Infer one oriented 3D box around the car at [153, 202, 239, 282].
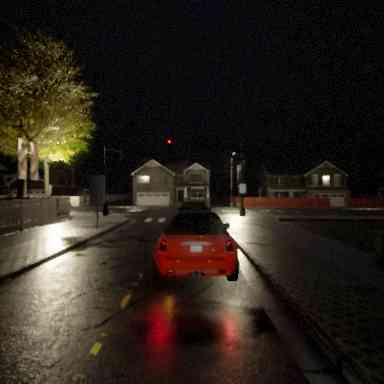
[{"bbox_3d":[0.103,1.335,9.894,2.097,1.767,4.553,0,0,0],"label":"car"}]
